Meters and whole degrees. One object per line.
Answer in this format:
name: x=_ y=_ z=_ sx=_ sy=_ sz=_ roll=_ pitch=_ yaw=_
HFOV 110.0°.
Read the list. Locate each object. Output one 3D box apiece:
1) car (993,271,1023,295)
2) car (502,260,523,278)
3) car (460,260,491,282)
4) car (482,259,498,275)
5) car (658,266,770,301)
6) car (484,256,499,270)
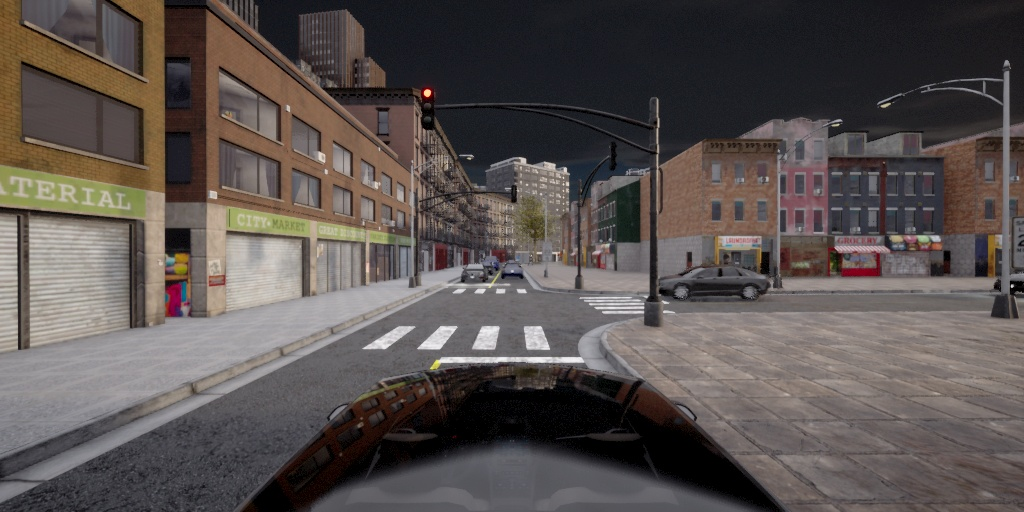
car: x=25.068 y=1.110 z=16.280 sx=4.892 sy=1.490 sz=1.837 roll=0 pitch=0 yaw=0
car: x=0.025 y=1.324 z=34.119 sx=1.994 sy=1.385 sz=4.181 roll=0 pitch=0 yaw=0
car: x=-2.908 y=1.282 z=28.673 sx=1.812 sy=1.442 sz=4.674 roll=0 pitch=0 yaw=0
car: x=-2.943 y=1.312 z=39.106 sx=2.033 sy=1.411 sz=5.357 roll=0 pitch=0 yaw=0
car: x=8.899 y=1.195 z=16.351 sx=4.892 sy=1.490 sz=1.837 roll=0 pitch=0 yaw=3
car: x=-2.948 y=0.998 z=49.726 sx=2.150 sy=2.045 sz=5.566 roll=0 pitch=0 yaw=1
